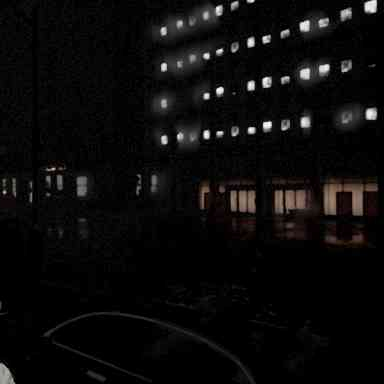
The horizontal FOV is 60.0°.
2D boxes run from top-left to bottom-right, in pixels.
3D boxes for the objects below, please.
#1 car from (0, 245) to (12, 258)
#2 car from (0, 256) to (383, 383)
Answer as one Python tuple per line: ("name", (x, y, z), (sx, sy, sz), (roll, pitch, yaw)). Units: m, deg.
("car", (-4.758, 1.480, 6.263), (4.403, 1.369, 2.008), (1, 0, 35))
("car", (-0.218, 1.533, 3.040), (4.403, 1.369, 2.008), (1, 0, 35))
